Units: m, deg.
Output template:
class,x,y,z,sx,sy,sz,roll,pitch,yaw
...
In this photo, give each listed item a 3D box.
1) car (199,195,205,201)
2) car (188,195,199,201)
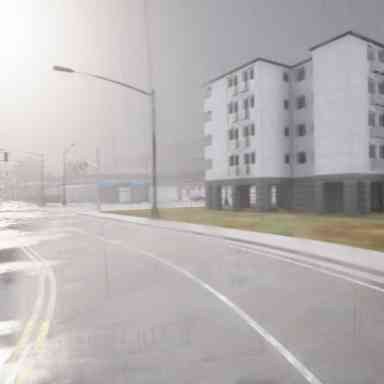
class,x,y,z,sx,sy,sz,roll,pitch,yaw
car,4.121,1.413,76.949,1.812,1.442,4.674,-1,0,28
car,0.856,1.443,78.262,1.837,1.490,4.892,-1,0,28
